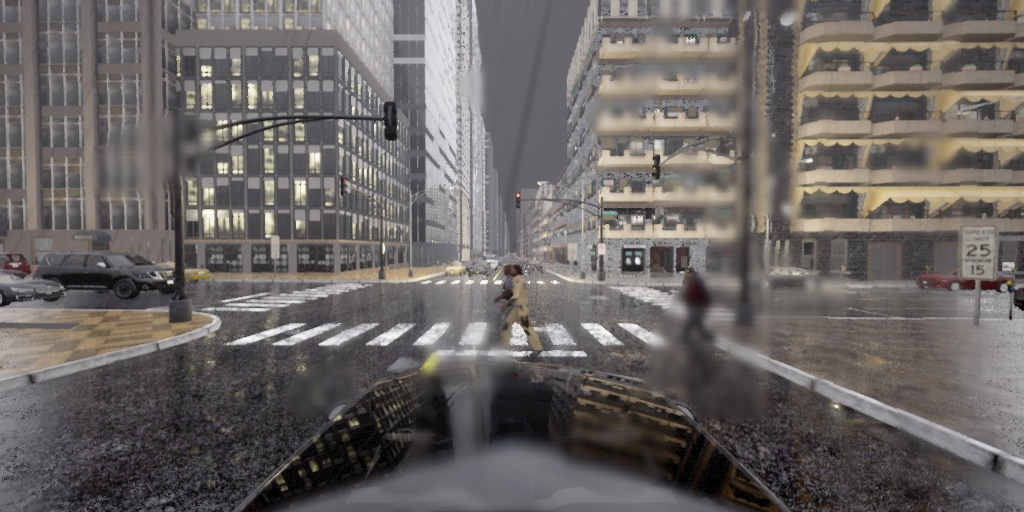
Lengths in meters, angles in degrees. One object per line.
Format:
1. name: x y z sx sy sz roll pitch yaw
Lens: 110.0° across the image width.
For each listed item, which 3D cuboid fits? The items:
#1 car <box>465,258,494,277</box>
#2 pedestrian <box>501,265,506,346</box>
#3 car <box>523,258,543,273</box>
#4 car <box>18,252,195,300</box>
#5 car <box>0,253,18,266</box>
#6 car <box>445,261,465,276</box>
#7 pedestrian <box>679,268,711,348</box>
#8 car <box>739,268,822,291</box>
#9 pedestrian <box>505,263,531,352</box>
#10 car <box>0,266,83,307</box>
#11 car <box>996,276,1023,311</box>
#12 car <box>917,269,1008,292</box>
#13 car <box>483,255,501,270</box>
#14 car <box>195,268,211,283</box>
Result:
1. car: -3.100 1.214 34.732 1.837 1.490 4.892 0 1 0
2. pedestrian: 0.006 1.036 8.270 0.375 1.860 0.375 -1 1 0
3. car: 2.685 1.253 42.357 2.007 1.370 4.403 0 0 0
4. car: -18.485 0.835 16.566 5.566 2.045 2.150 0 1 1
5. car: -33.616 0.693 22.583 5.009 1.841 2.192 0 0 1
6. car: -5.695 1.234 36.531 1.751 1.417 4.829 0 0 0
7. pedestrian: 3.907 1.037 7.670 0.375 1.860 0.375 -1 1 0
8. car: 16.307 1.357 21.888 4.403 1.370 2.007 0 0 1
9. pedestrian: 0.121 1.037 7.069 0.375 1.860 0.375 -1 1 0
10. car: -20.287 1.193 14.047 4.403 1.370 2.007 0 0 1
11. car: 21.715 1.566 13.433 4.313 1.339 1.948 0 0 1
12. car: 27.372 1.444 21.735 4.507 1.381 1.888 0 0 1
13. car: -3.094 0.911 49.862 2.150 2.045 5.566 0 1 0
14. car: -21.669 1.010 22.380 4.829 1.417 1.751 0 0 1
